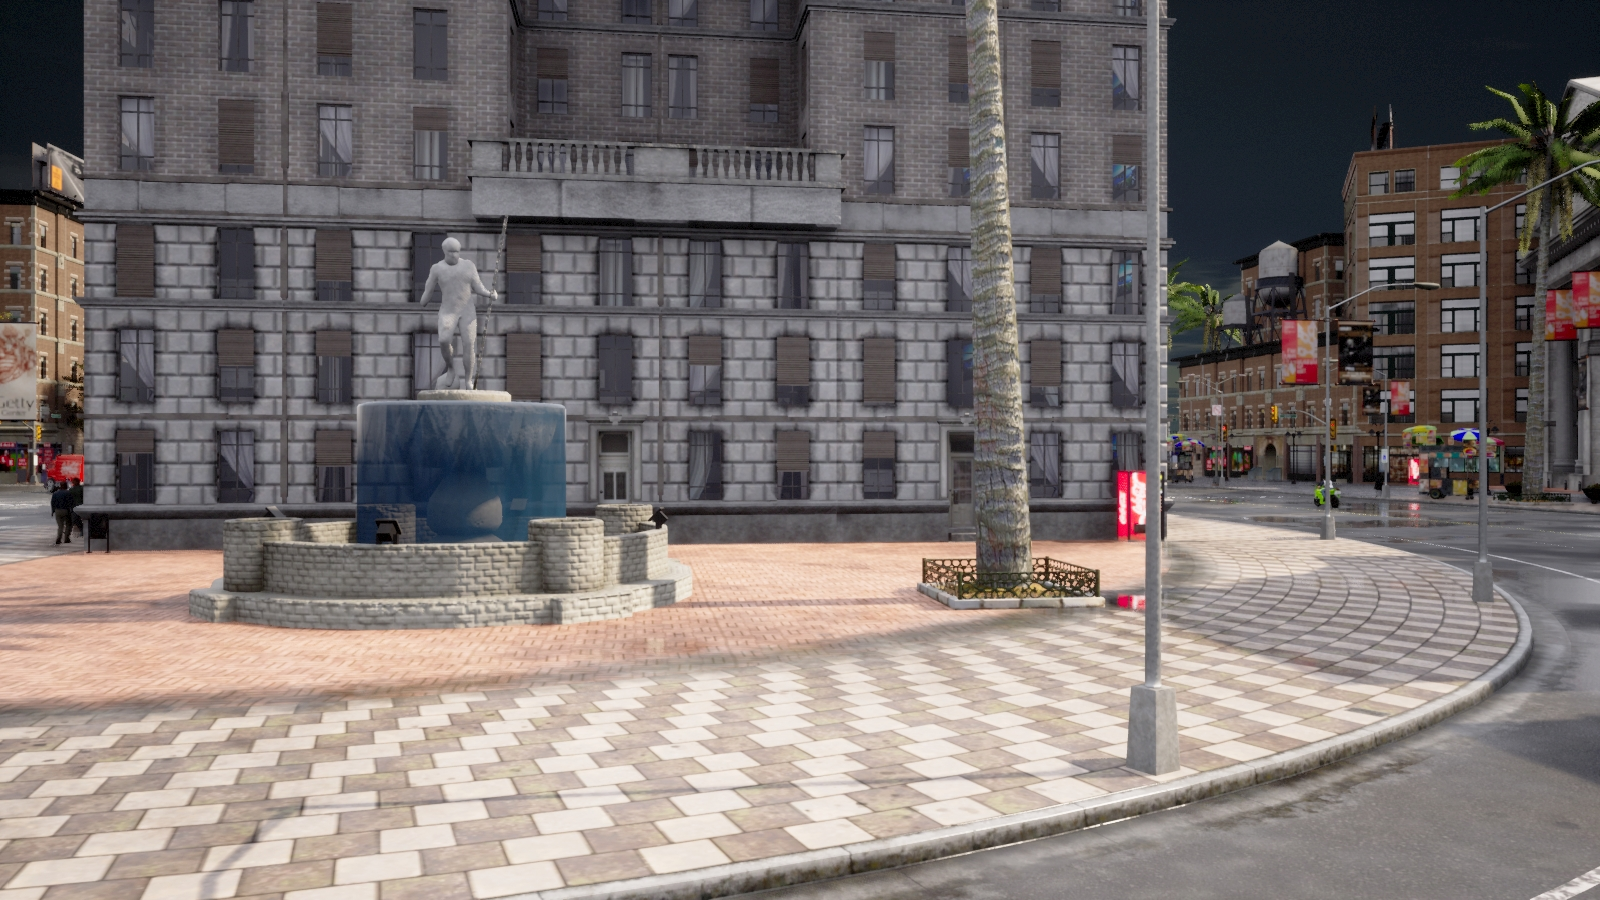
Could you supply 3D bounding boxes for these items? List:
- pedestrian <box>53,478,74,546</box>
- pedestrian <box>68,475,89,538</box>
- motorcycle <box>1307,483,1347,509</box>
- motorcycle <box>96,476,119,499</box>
[{"bbox_3d":[-20.334,1.696,31.550,0.375,1.860,0.375,0,0,-12],"label":"pedestrian"},{"bbox_3d":[-21.733,1.697,34.423,0.375,1.860,0.375,0,0,6],"label":"pedestrian"},{"bbox_3d":[25.547,2.213,55.422,0.803,1.145,2.033,0,0,-7],"label":"motorcycle"},{"bbox_3d":[-40.854,2.205,67.434,0.867,1.251,2.209,0,0,-24],"label":"motorcycle"}]
